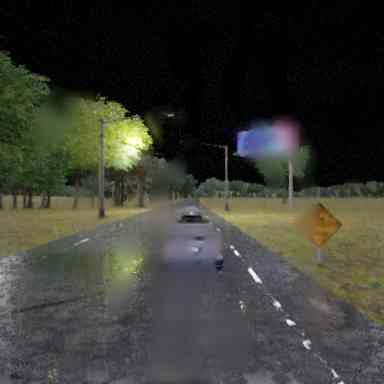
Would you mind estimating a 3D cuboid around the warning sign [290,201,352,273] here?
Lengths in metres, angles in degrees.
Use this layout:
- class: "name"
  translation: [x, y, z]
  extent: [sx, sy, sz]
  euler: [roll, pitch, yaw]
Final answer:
- class: "warning sign"
  translation: [3.533, 1.194, 9.260]
  extent: [1.300, 1.860, 1.060]
  euler: [0, -1, 0]

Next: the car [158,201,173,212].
- class: "car"
  translation: [-3.806, 2.090, 47.902]
  extent: [1.882, 1.535, 5.008]
  euler: [0, -1, 0]

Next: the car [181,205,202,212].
- class: "car"
  translation: [-0.042, 1.916, 31.864]
  extent: [1.994, 1.385, 4.181]
  euler: [0, -1, 0]

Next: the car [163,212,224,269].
- class: "car"
  translation: [0.044, 1.646, 11.500]
  extent: [2.033, 1.411, 5.357]
  euler: [0, 0, 0]
